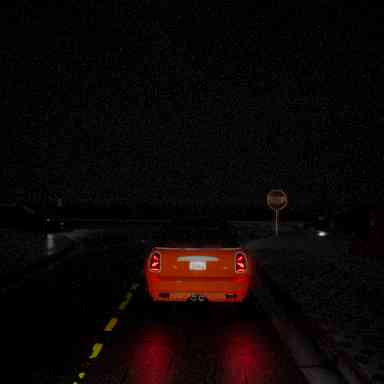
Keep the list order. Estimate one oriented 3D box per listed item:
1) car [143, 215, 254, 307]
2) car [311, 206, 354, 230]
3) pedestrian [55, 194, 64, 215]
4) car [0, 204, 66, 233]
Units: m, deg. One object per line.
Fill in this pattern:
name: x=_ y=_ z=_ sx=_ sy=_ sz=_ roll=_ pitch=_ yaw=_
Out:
car: x=0.182 y=1.354 z=8.150 sx=2.097 sy=1.767 sz=4.553 roll=0 pitch=0 yaw=2
car: x=10.332 y=1.635 z=21.506 sx=5.008 sy=1.535 sz=1.882 roll=1 pitch=0 yaw=0
pedestrian: x=-9.673 y=1.069 z=24.313 sx=0.375 sy=1.860 sz=0.375 roll=0 pitch=-1 yaw=0
car: x=-9.353 y=1.412 z=18.182 sx=4.674 sy=1.442 sz=1.812 roll=1 pitch=0 yaw=4
